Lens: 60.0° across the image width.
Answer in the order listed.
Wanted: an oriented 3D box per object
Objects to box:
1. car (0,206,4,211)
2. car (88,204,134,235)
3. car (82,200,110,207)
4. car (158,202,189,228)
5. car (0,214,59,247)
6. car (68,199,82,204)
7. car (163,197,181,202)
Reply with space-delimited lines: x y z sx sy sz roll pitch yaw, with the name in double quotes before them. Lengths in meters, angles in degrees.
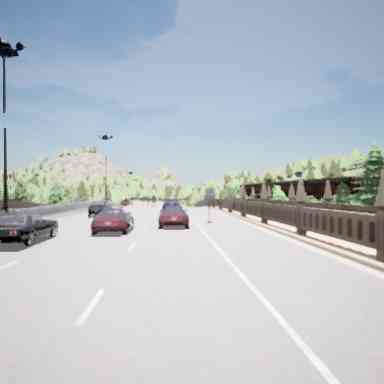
"car" -19.586 1.734 31.628 1.994 1.385 4.181 0 0 -4
"car" -4.543 1.623 19.479 1.994 1.385 4.181 0 0 -4
"car" -8.965 1.602 33.018 2.128 1.511 4.902 0 0 -4
"car" -1.235 1.609 22.445 1.994 1.385 4.181 0 0 -4
"car" -7.765 1.671 15.311 1.895 1.301 4.718 0 0 -4
"car" -17.325 1.816 50.399 2.033 1.411 5.357 0 -1 -3
"car" -2.429 1.438 40.041 2.097 1.767 4.553 0 0 -4
